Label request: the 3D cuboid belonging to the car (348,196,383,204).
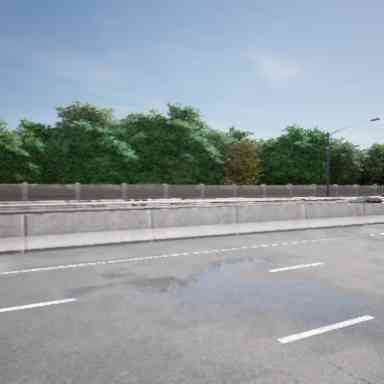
[{"bbox_3d":[21.466,1.302,41.068,5.008,1.535,1.882,0,0,-27],"label":"car"}]
